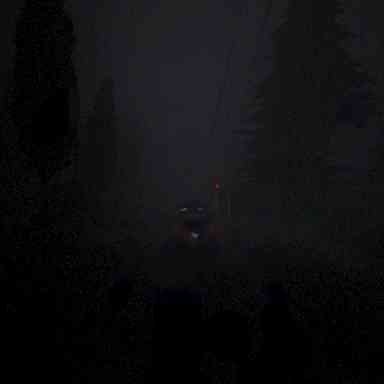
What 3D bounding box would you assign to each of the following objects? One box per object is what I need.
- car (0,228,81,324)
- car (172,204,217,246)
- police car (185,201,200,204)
[{"bbox_3d":[-4.096,1.534,7.304,2.033,1.411,5.357,0,0,0],"label":"car"},{"bbox_3d":[0.106,1.498,15.139,1.812,1.442,4.674,0,0,0],"label":"car"},{"bbox_3d":[0.038,1.458,26.022,2.038,1.542,4.974,0,0,0],"label":"police car"}]
